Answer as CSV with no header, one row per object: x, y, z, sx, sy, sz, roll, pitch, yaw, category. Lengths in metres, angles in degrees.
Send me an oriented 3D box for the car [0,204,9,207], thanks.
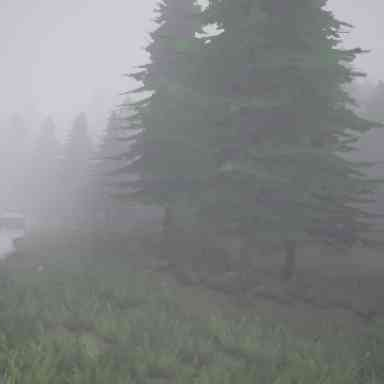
-21.345,2.330,36.130,2.150,2.045,5.566,2,-2,-43,car

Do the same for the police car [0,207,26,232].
-15.026,2.360,27.735,1.930,1.638,5.238,3,-3,-30,police car
